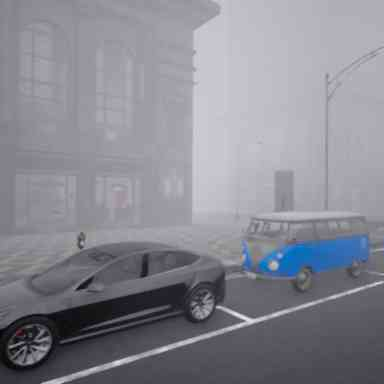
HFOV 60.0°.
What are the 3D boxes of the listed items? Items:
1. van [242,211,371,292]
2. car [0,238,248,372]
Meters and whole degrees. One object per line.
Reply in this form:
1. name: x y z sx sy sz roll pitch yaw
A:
1. van: 3.078 1.415 8.848 3.998 1.788 1.690 1 -1 -36
2. car: -1.329 1.587 5.703 4.313 1.339 1.947 1 -1 -36
